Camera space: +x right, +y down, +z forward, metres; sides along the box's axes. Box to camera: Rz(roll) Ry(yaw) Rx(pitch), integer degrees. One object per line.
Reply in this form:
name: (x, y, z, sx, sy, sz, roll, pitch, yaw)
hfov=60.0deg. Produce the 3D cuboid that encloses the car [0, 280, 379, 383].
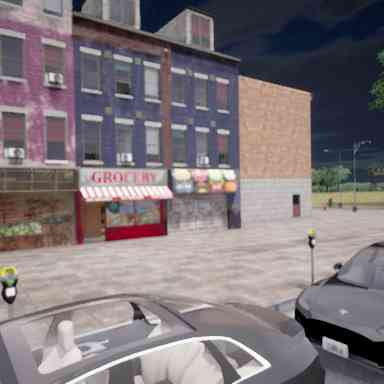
car: (-0.908, 1.546, 2.176, 4.403, 1.369, 2.008, -1, 0, -36)

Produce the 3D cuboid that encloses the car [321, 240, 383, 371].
car: (3.515, 1.501, 5.335, 4.313, 1.339, 1.947, -1, 0, -36)
